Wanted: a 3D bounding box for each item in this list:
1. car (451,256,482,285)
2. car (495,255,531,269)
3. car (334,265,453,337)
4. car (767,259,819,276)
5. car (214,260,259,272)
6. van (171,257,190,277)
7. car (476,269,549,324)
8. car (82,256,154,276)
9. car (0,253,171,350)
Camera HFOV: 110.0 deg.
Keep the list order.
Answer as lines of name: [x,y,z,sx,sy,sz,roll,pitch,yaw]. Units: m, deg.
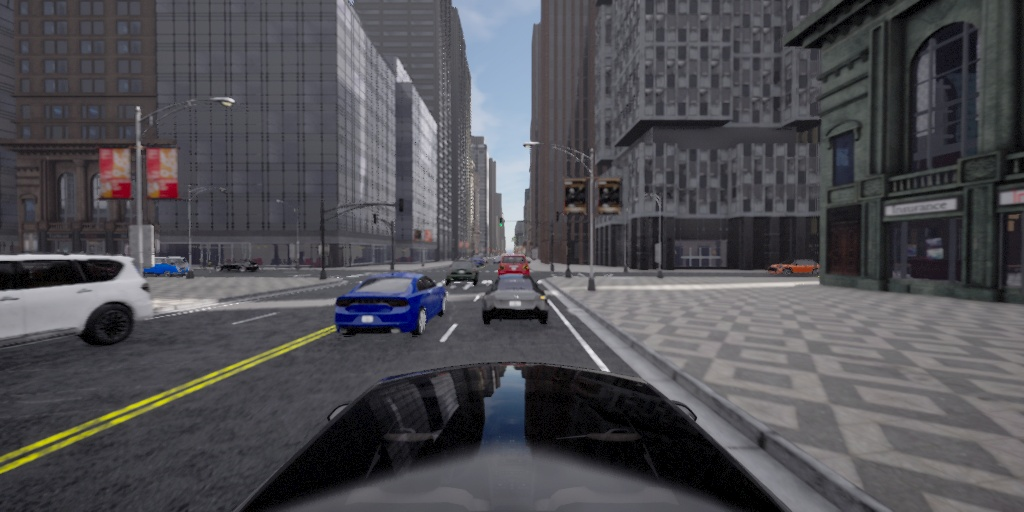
car: [-3.450,1.050,25.616,2.097,1.767,4.553,0,0,-4]
car: [0.188,0.919,25.890,2.150,2.045,5.566,0,0,1]
car: [-3.150,1.207,10.291,1.882,1.535,5.008,0,0,0]
car: [29.368,1.133,37.425,4.553,1.767,2.097,0,1,0]
car: [-30.553,1.057,39.871,4.313,1.339,1.948,0,0,0]
van: [-30.557,0.959,31.347,3.998,1.789,1.690,0,0,0]
car: [0.096,1.289,11.918,1.994,1.385,4.181,0,0,0]
car: [-37.393,0.893,34.104,4.553,1.767,2.097,0,1,0]
car: [-9.849,0.961,6.383,2.150,2.045,5.566,0,0,0]
